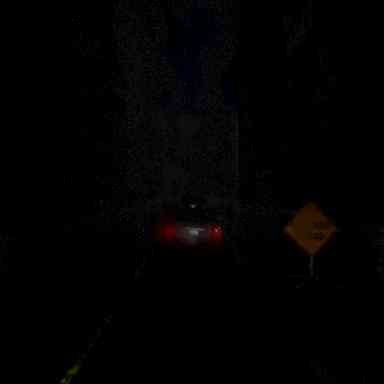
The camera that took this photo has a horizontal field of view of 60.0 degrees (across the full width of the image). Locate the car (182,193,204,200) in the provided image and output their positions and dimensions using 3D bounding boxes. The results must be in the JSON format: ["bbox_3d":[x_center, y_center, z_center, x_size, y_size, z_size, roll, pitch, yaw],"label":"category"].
[{"bbox_3d":[0.084,1.257,28.856,2.150,2.045,5.566,0,0,0],"label":"car"}]

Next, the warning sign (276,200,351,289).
[{"bbox_3d":[2.717,1.125,7.598,1.300,1.860,1.060,0,0,0],"label":"warning sign"}]

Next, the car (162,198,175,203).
[{"bbox_3d":[-3.086,1.535,45.569,1.882,1.535,5.008,0,0,0],"label":"car"}]

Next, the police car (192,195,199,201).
[{"bbox_3d":[0.897,1.601,87.709,1.930,1.638,5.238,0,0,0],"label":"police car"}]

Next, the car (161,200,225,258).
[{"bbox_3d":[0.078,1.368,12.934,2.097,1.767,4.553,0,0,0],"label":"car"}]
